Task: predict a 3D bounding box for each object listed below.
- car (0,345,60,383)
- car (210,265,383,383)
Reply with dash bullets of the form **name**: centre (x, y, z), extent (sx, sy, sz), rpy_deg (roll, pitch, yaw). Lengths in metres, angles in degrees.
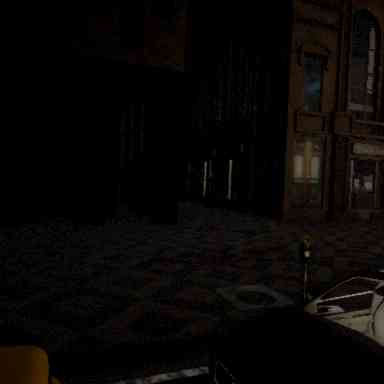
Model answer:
- **car**: centre (-3.092, 1.330, 1.309), extent (4.829, 1.417, 1.752), rpy_deg (1, 2, -20)
- **car**: centre (2.333, 1.489, 3.339), extent (4.403, 1.369, 2.008), rpy_deg (1, 2, -20)
